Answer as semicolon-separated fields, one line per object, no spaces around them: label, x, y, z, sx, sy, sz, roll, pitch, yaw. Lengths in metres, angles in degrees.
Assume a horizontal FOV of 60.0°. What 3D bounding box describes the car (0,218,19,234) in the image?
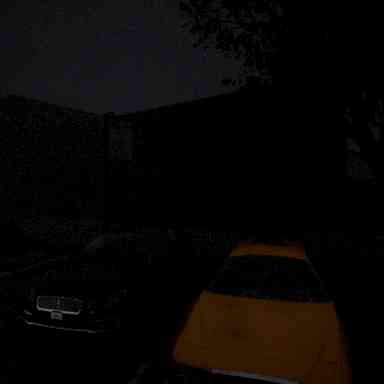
car;-8.550;1.528;12.209;2.002;1.452;4.674;1;-1;16

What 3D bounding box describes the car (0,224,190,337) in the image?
car;-1.228;1.487;6.974;2.231;1.521;4.892;1;-1;16

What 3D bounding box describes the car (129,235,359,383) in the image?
car;1.160;1.480;5.045;1.946;1.575;5.366;1;-1;16
